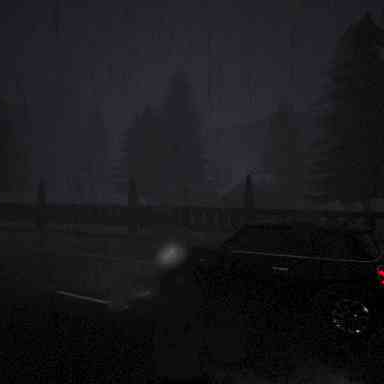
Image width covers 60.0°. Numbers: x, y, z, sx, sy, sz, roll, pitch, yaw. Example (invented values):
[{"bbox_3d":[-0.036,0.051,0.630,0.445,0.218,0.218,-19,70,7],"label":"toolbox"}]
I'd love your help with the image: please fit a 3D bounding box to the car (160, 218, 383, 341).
[{"bbox_3d":[1.550,1.349,6.701,4.553,1.767,2.097,0,0,32],"label":"car"}]
